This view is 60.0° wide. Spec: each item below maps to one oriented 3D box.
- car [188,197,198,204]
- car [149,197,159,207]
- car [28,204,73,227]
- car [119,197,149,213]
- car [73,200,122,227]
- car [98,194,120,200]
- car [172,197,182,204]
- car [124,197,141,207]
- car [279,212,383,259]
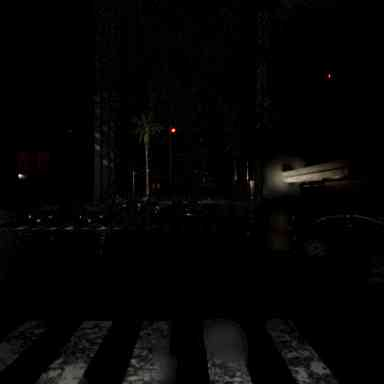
[{"bbox_3d":[0.175,1.790,69.936,1.994,1.385,4.181,0,0,0],"label":"car"},{"bbox_3d":[-6.516,1.632,54.027,1.882,1.535,5.008,0,0,0],"label":"car"},{"bbox_3d":[-9.824,1.574,23.629,1.812,1.442,4.674,0,0,0],"label":"car"},{"bbox_3d":[-6.556,1.443,38.364,2.097,1.767,4.553,0,0,0],"label":"car"},{"bbox_3d":[-6.573,1.574,23.666,1.812,1.442,4.674,0,0,0],"label":"car"},{"bbox_3d":[-9.802,1.317,39.766,2.150,2.045,5.566,0,0,-1],"label":"car"},{"bbox_3d":[-3.075,1.789,69.914,1.994,1.385,4.181,0,0,0],"label":"car"},{"bbox_3d":[-9.764,1.637,55.012,1.882,1.535,5.008,0,0,0],"label":"car"},{"bbox_3d":[5.585,1.459,11.701,4.902,1.511,2.128,0,0,8],"label":"car"}]
